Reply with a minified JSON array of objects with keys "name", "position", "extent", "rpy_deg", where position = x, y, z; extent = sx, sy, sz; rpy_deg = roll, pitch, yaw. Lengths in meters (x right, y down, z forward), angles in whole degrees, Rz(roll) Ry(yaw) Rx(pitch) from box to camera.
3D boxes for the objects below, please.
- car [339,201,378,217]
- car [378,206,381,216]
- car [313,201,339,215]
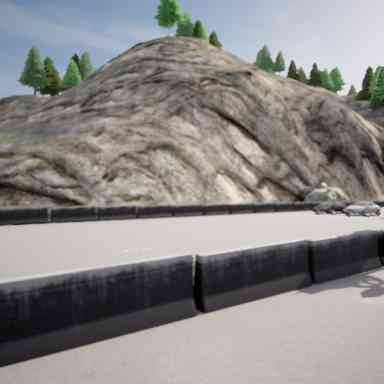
[{"name":"car","position":[17.170,1.672,33.440],"extent":[4.674,1.442,1.812],"rpy_deg":[0,0,-35]},{"name":"car","position":[19.865,1.642,31.062],"extent":[4.902,1.511,2.128],"rpy_deg":[0,0,-35]},{"name":"car","position":[15.162,1.672,36.304],"extent":[4.674,1.442,1.812],"rpy_deg":[0,0,-35]}]
